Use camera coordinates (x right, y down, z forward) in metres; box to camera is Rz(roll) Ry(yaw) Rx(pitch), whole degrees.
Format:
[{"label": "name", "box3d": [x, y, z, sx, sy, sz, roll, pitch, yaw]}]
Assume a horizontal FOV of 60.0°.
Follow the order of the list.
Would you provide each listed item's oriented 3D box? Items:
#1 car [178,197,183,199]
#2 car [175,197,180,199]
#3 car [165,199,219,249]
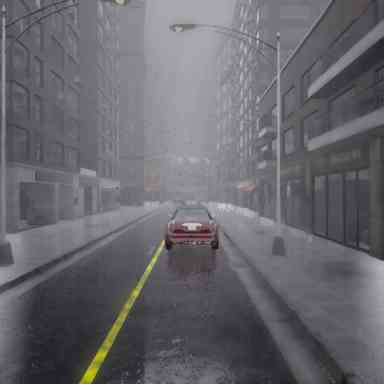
[{"label": "car", "box3d": [0.000, 1.505, 29.651, 2.128, 1.511, 4.902, 0, 0, 0]}, {"label": "car", "box3d": [-2.500, 1.622, 65.651, 2.033, 1.411, 5.357, 0, 0, 0]}, {"label": "car", "box3d": [0.000, 1.369, 14.621, 2.097, 1.767, 4.553, 0, 0, 0]}]
